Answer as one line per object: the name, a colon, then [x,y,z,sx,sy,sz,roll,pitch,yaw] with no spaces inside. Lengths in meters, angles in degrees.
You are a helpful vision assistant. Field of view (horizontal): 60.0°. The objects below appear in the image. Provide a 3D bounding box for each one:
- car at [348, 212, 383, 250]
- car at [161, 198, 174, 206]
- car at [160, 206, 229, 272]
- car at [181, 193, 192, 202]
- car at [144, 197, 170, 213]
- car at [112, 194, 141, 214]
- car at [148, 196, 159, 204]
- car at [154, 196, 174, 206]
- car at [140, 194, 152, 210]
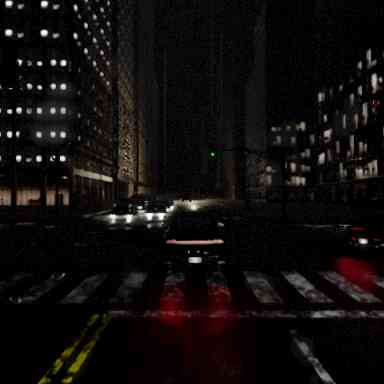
car: [8.104,1.466,12.627,4.892,1.490,1.837,0,-4,-27]
car: [-4.156,1.669,57.410,1.895,1.301,4.718,0,0,-1]
car: [0.053,1.449,10.689,2.128,1.511,4.902,0,1,0]
car: [-1.249,1.300,77.340,2.150,2.045,5.566,0,0,-1]
car: [-3.895,1.613,37.555,1.994,1.385,4.181,0,0,-1]
car: [-7.117,1.399,35.746,2.097,1.767,4.553,0,0,-1]
car: [-7.542,1.597,65.281,1.812,1.442,4.674,0,0,-1]
car: [-4.013,1.623,47.182,1.994,1.385,4.181,0,0,0]
car: [-7.249,1.278,45.319,2.150,2.045,5.566,0,0,0]
